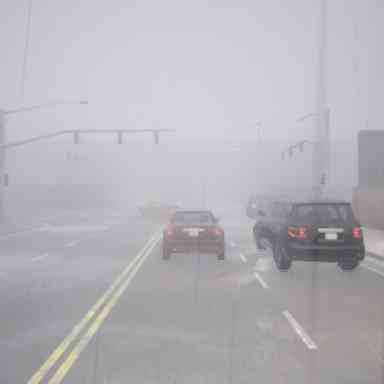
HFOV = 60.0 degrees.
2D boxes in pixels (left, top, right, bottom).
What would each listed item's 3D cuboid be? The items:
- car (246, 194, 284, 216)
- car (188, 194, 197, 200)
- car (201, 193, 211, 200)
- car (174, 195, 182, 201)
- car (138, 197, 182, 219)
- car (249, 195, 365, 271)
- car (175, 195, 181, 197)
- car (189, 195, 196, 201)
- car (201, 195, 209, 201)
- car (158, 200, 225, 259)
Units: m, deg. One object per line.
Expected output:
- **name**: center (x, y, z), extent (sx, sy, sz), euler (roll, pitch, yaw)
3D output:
- **car**: center (6.676, 1.199, 26.492), extent (5.566, 2.045, 2.150), euler (0, -2, -41)
- **car**: center (0.011, 1.380, 81.013), extent (2.097, 1.767, 4.553), euler (0, 0, 0)
- **car**: center (3.511, 1.234, 80.336), extent (2.150, 2.045, 5.566), euler (0, 0, 0)
- **car**: center (-3.489, 1.548, 82.192), extent (1.812, 1.442, 4.674), euler (0, 0, 0)
- **car**: center (-3.109, 1.463, 29.680), extent (1.882, 1.535, 5.008), euler (1, -1, -35)
- **car**: center (3.552, 1.225, 11.107), extent (2.150, 2.045, 5.566), euler (0, 0, 1)
- **car**: center (-3.496, 1.622, 66.626), extent (1.895, 1.301, 4.718), euler (0, 0, 0)
- **car**: center (0.012, 1.509, 91.035), extent (1.882, 1.535, 5.008), euler (0, 0, 0)
- **car**: center (3.512, 1.555, 91.035), extent (1.812, 1.442, 4.674), euler (0, 0, 0)
- **car**: center (0.066, 1.357, 12.802), extent (2.097, 1.767, 4.553), euler (0, 0, 0)
